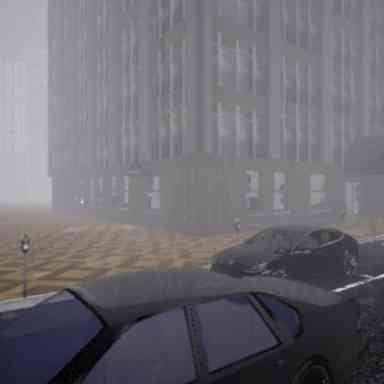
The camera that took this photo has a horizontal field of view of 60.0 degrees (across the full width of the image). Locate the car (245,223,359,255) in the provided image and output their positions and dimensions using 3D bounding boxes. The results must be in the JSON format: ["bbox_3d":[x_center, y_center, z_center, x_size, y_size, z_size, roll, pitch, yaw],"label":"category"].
[{"bbox_3d":[2.461,1.508,8.304,4.313,1.339,1.947,-1,1,-35],"label":"car"}]

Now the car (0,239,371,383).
[{"bbox_3d":[-0.485,1.537,3.031,5.357,1.411,2.033,-1,0,-35],"label":"car"}]
